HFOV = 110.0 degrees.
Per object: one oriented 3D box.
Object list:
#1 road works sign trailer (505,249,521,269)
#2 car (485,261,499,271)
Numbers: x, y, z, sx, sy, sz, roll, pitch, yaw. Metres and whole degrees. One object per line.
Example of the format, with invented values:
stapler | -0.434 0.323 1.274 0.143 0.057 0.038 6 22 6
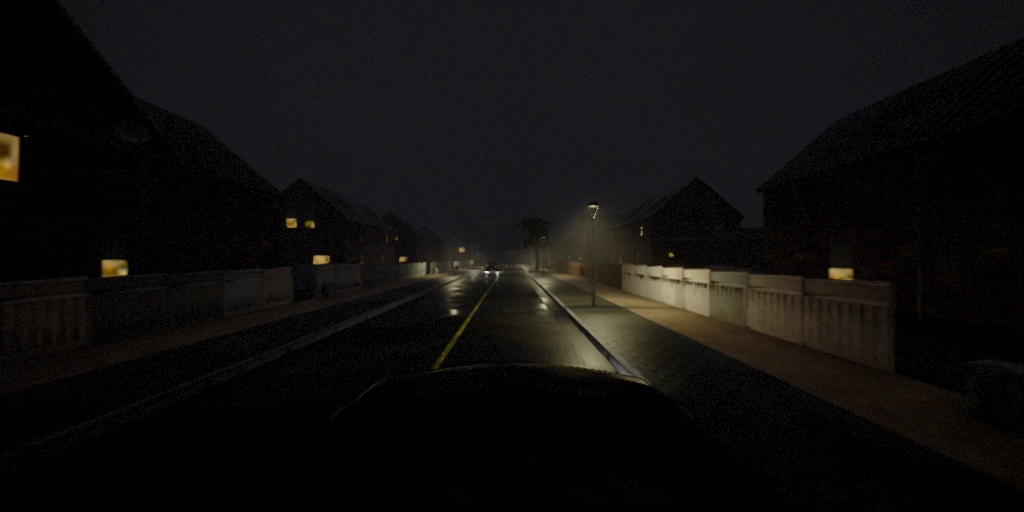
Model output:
road works sign trailer | -0.033 0.506 63.037 2.380 3.560 2.880 0 0 0
car | -2.846 1.467 52.786 1.837 1.490 4.892 0 0 0
